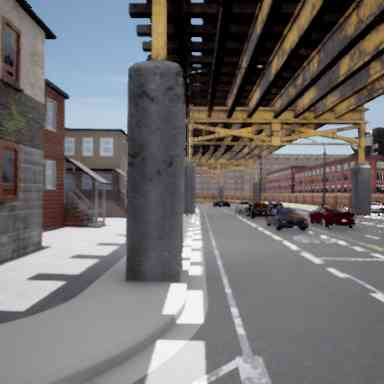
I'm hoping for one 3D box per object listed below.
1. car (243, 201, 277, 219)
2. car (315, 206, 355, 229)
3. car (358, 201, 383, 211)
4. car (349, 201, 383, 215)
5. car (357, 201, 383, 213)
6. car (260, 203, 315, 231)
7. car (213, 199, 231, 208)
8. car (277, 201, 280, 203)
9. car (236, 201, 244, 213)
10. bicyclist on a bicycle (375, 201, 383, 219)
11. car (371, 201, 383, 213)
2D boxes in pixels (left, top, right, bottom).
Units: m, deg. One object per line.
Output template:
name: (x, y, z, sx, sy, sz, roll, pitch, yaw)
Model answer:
car: (6.538, 1.782, 32.532, 1.837, 1.490, 4.892, 1, 0, 1)
car: (10.070, 1.742, 24.362, 1.882, 1.535, 5.008, 1, 0, 1)
car: (24.784, 1.852, 44.921, 4.536, 1.218, 1.853, 1, 0, -29)
car: (22.574, 1.965, 41.855, 4.974, 1.542, 2.038, 0, 0, 31)
car: (24.737, 2.008, 44.895, 4.974, 1.542, 2.038, 1, 0, -29)
car: (6.337, 1.761, 22.792, 2.033, 1.411, 5.357, 1, 0, 1)
car: (5.255, 1.992, 58.090, 1.994, 1.385, 4.181, 1, 0, -19)
car: (10.464, 1.879, 42.955, 2.128, 1.511, 4.902, 1, 0, 1)
car: (6.628, 1.863, 41.698, 1.812, 1.442, 4.674, 1, 0, 0)
bicyclist on a bicycle: (17.480, 1.686, 30.207, 1.656, 1.620, 0.582, 0, 0, 1)
car: (22.621, 1.808, 41.829, 4.536, 1.218, 1.853, 0, 0, 31)
